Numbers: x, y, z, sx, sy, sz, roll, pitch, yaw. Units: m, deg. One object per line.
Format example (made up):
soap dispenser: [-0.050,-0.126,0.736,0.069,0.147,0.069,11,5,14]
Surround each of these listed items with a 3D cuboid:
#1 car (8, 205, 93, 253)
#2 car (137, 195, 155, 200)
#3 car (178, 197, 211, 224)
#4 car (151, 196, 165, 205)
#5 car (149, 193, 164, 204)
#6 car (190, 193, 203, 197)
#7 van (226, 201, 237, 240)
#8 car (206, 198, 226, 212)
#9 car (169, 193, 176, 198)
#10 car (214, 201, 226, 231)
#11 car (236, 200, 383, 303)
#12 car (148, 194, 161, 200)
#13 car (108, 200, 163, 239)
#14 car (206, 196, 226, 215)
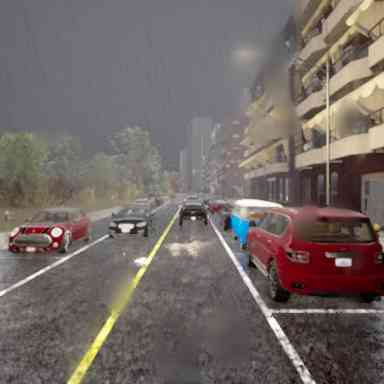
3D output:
car: [-5.313,1.358,12.979,1.967,1.590,4.097,1,0,0]
car: [-5.325,1.309,35.425,1.752,1.417,4.829,1,0,0]
car: [0.088,1.363,23.157,1.837,1.490,4.892,0,1,0]
car: [-5.334,1.268,52.557,1.802,1.307,4.206,1,0,0]
car: [-5.328,1.033,46.902,2.192,1.841,5.009,1,0,0]
car: [0.081,1.203,41.730,1.801,1.575,5.366,0,0,0]
van: [2.568,1.255,13.697,1.690,1.788,3.998,1,0,0]
car: [2.554,1.345,36.342,1.947,1.339,4.313,1,0,0]
car: [-5.353,1.025,90.672,1.887,1.381,4.507,1,0,0]
car: [2.563,1.445,19.359,1.947,1.339,4.313,1,0,0]
car: [2.571,1.264,8.036,2.192,1.841,5.009,1,0,0]
car: [-5.328,1.301,41.250,2.008,1.369,4.403,1,0,0]
car: [-2.859,1.386,16.800,2.128,1.511,4.902,0,0,0]
car: [2.557,1.356,30.681,1.887,1.381,4.507,1,0,0]
